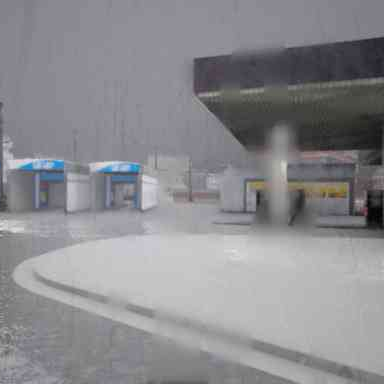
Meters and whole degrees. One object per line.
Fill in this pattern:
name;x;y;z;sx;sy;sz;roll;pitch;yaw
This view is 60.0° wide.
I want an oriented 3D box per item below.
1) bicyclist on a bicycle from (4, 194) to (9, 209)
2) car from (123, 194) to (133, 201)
bicyclist on a bicycle;-19.694;0.999;35.092;1.656;1.620;0.582;0;0;1
car;-13.968;1.112;69.370;2.033;1.411;5.357;1;0;35
